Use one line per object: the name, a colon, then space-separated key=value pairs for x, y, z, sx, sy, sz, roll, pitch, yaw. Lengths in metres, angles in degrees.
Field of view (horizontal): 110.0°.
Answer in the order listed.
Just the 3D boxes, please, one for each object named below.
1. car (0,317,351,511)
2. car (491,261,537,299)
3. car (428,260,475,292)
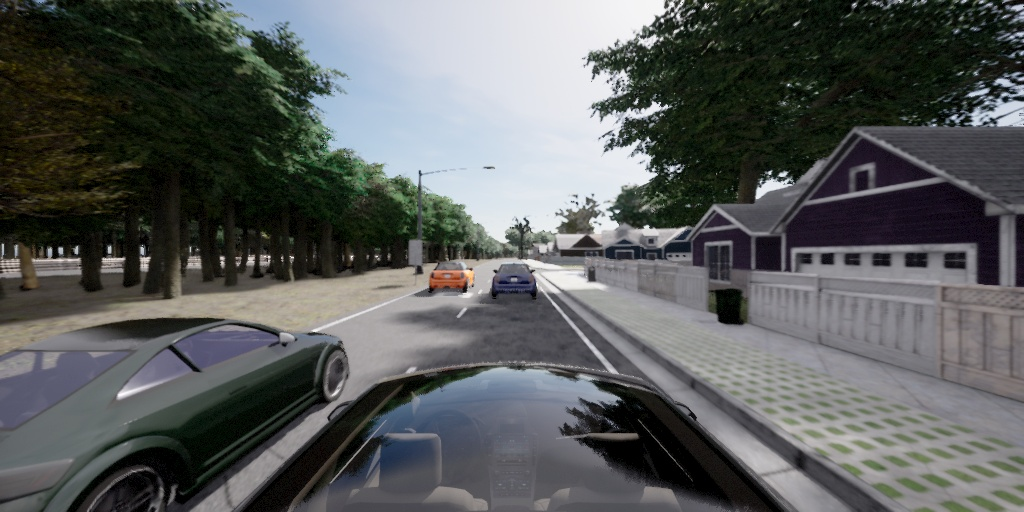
car: x=-3.401 y=1.312 z=3.675 sx=1.994 sy=1.385 sz=4.181 roll=0 pitch=0 yaw=0
car: x=0.098 y=1.082 z=18.202 sx=2.097 sy=1.767 sz=4.553 roll=0 pitch=0 yaw=0
car: x=-3.400 y=1.074 z=20.952 sx=2.097 sy=1.767 sz=4.553 roll=0 pitch=0 yaw=0
